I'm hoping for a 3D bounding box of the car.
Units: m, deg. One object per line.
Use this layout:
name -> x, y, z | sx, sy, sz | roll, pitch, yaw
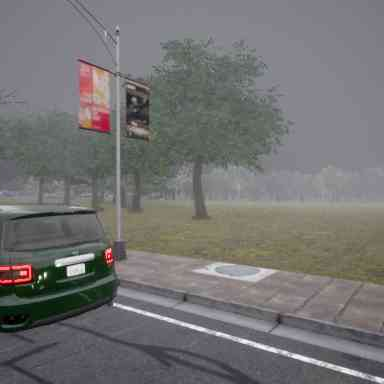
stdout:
car -> -3.856, 1.235, 6.390 | 5.566, 2.045, 2.150 | 0, 0, 36
